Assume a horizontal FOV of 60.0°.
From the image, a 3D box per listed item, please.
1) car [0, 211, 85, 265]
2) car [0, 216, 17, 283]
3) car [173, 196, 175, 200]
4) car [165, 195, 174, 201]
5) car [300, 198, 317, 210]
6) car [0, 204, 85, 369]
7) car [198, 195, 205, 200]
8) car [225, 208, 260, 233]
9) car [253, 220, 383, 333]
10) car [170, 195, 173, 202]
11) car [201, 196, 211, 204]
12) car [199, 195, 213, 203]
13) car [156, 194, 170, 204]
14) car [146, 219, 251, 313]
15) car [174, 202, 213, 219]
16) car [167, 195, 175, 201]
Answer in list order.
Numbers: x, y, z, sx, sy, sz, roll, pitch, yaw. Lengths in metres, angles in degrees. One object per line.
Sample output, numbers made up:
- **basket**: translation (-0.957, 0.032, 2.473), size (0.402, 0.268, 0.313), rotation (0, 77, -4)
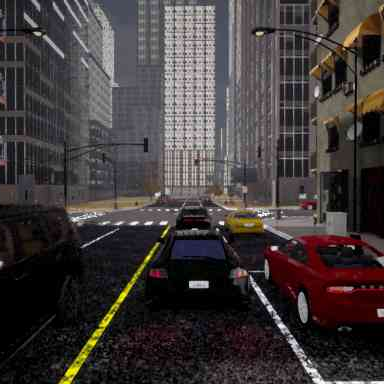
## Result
- **car**: translation (-5.685, 1.543, 12.397), size (1.887, 1.381, 4.507), rotation (-1, 0, 0)
- **car**: translation (-5.692, 1.439, 6.873), size (1.967, 1.590, 4.097), rotation (-1, 0, 0)
- **car**: translation (-5.621, 1.312, 72.553), size (2.192, 1.841, 5.009), rotation (-1, 0, 0)
- **car**: translation (-5.608, 1.524, 83.501), size (1.752, 1.417, 4.829), rotation (-1, 0, 0)
- **car**: translation (14.292, 1.255, 37.009), size (4.507, 1.381, 1.887), rotation (-1, 1, 0)
- **car**: translation (-3.090, 1.221, 4.093), size (2.150, 2.045, 5.566), rotation (0, 0, 0)
- **car**: translation (2.787, 1.581, 94.781), size (1.802, 1.307, 4.206), rotation (-1, 0, 0)
- **car**: translation (2.701, 1.523, 18.067), size (1.752, 1.417, 4.829), rotation (-1, 0, 0)
- **car**: translation (2.690, 1.544, 6.850), size (1.887, 1.381, 4.507), rotation (-1, 0, 0)
- **car**: translation (-5.627, 1.312, 66.993), size (2.192, 1.841, 5.009), rotation (-1, 0, 0)
- **car**: translation (2.755, 1.522, 67.152), size (1.752, 1.417, 4.829), rotation (-1, 0, 0)
- **car**: translation (2.748, 1.437, 61.423), size (1.967, 1.590, 4.097), rotation (-1, 0, 0)
- **car**: translation (-5.631, 1.542, 61.433), size (1.887, 1.381, 4.507), rotation (-1, 0, 0)
- **car**: translation (0.112, 1.563, 7.734), size (1.994, 1.385, 4.181), rotation (0, 0, 0)
- **car**: translation (0.096, 1.503, 17.719), size (1.837, 1.490, 4.892), rotation (0, 0, -1)
- **car**: translation (-5.600, 1.543, 89.230), size (1.887, 1.381, 4.507), rotation (-1, 0, 0)
